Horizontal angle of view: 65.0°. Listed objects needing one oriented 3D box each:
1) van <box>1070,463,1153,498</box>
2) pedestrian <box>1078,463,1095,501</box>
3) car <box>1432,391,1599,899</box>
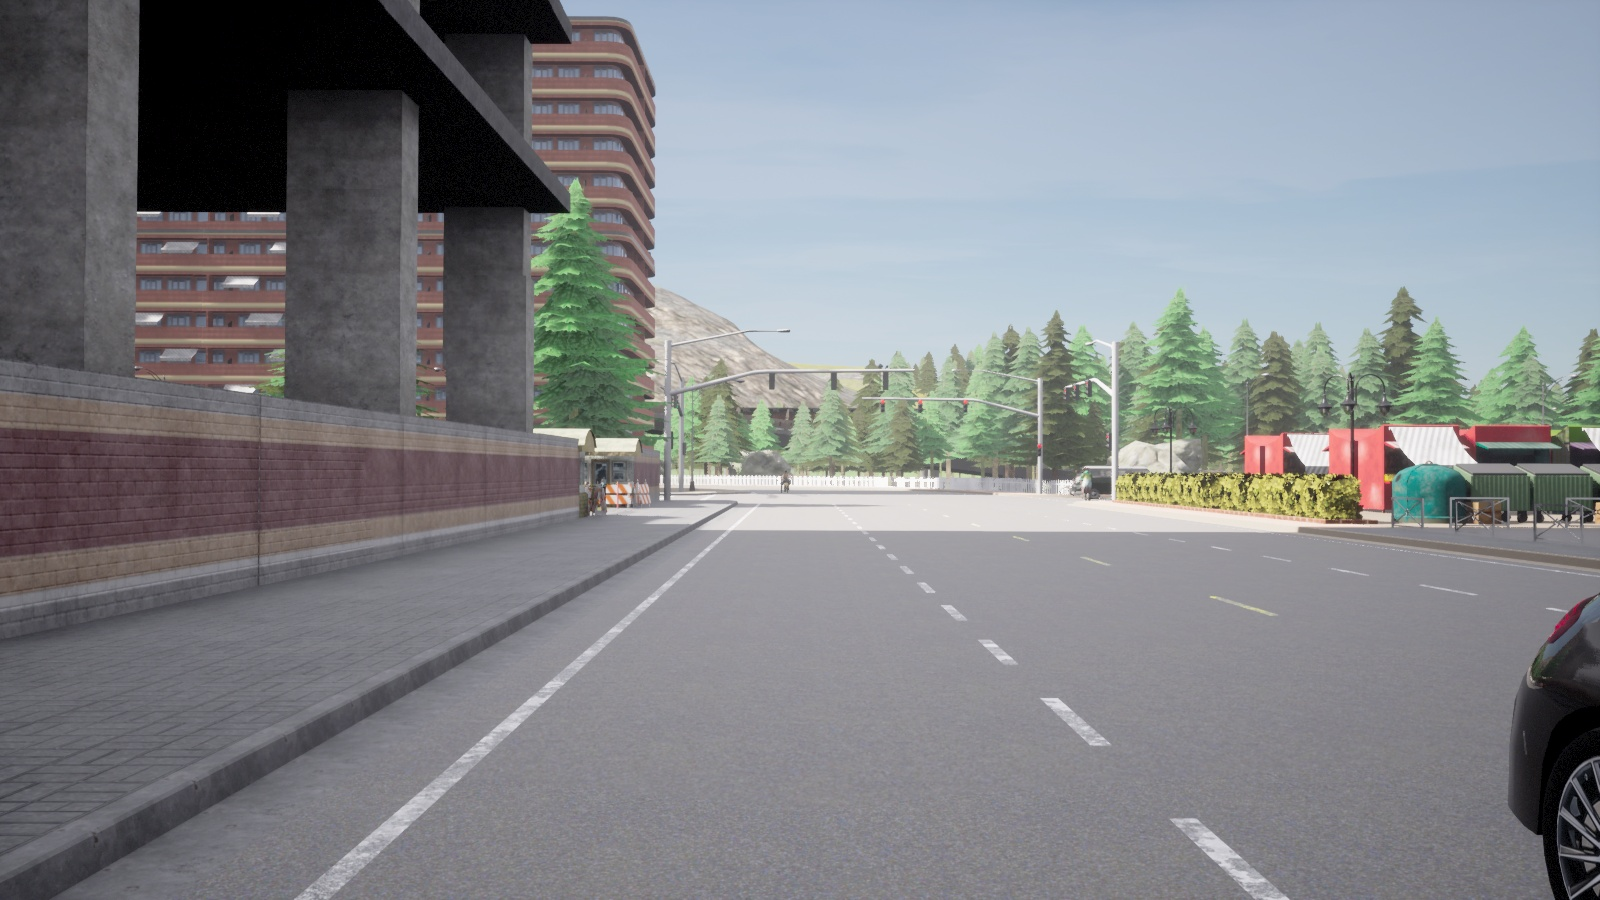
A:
[{"bbox_3d":[18.279,1.785,73.748,4.442,1.987,1.775,0,-1,0],"label":"van"},{"bbox_3d":[15.149,1.690,66.413,0.659,1.952,0.873,0,-1,0],"label":"pedestrian"},{"bbox_3d":[3.493,0.617,2.258,2.152,1.651,5.027,0,-1,0],"label":"car"}]
